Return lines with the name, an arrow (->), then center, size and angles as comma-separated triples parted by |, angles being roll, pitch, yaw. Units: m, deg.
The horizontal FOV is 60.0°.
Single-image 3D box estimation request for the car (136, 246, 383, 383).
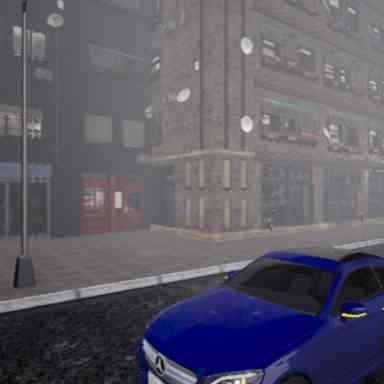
car -> 1.559, 1.530, 4.447 | 4.674, 1.442, 1.812 | 0, 0, -36
